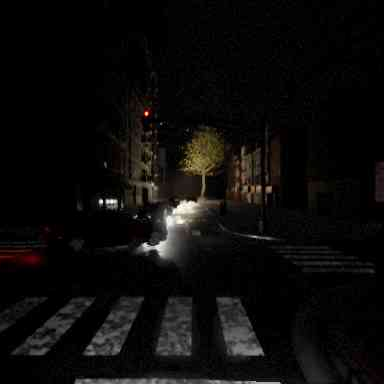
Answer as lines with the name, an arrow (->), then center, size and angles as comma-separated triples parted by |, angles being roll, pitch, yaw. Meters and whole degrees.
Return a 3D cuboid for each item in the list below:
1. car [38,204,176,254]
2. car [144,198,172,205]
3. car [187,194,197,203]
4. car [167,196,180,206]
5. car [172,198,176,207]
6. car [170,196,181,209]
car -> -3.380, 1.452, 13.308 | 5.008, 1.535, 1.882 | 0, 1, -32
car -> -2.902, 1.457, 24.990 | 2.128, 1.511, 4.902 | 0, 0, 0
car -> -0.050, 1.271, 68.670 | 2.097, 1.767, 4.553 | 0, 0, 0
car -> -2.873, 1.434, 53.710 | 1.837, 1.490, 4.892 | 0, 0, 0
car -> -2.925, 1.552, 34.200 | 1.895, 1.301, 4.718 | 0, 0, 0
car -> -2.915, 1.504, 43.386 | 1.994, 1.385, 4.181 | 0, 0, 0
